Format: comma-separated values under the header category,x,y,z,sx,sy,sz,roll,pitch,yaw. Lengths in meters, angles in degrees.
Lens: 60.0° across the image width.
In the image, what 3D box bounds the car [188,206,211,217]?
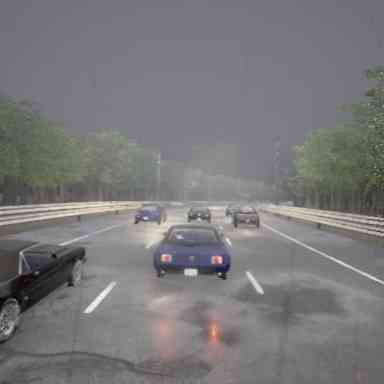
category,x,y,z,sx,sy,sz,roll,pitch,yaw
car,0.704,1.877,28.323,1.895,1.301,4.718,2,-1,3

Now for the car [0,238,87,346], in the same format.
category,x,y,z,sx,sy,sz,roll,pitch,yaw
car,-3.515,1.512,6.131,1.895,1.301,4.718,2,0,0

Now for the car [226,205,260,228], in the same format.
category,x,y,z,sx,sy,sz,roll,pitch,yaw
car,3.979,1.814,25.149,2.128,1.511,4.902,2,-1,4

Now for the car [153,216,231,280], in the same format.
category,x,y,z,sx,sy,sz,roll,pitch,yaw
car,0.025,1.639,10.135,1.895,1.301,4.718,2,0,1

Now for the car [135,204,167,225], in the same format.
category,x,y,z,sx,sy,sz,roll,pitch,yaw
car,-2.990,1.631,24.641,1.812,1.442,4.674,2,-1,3
